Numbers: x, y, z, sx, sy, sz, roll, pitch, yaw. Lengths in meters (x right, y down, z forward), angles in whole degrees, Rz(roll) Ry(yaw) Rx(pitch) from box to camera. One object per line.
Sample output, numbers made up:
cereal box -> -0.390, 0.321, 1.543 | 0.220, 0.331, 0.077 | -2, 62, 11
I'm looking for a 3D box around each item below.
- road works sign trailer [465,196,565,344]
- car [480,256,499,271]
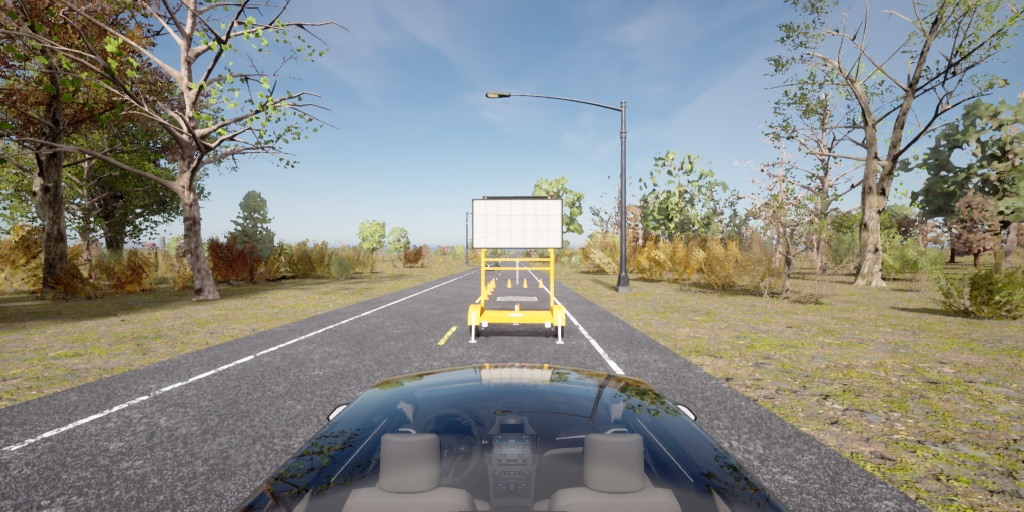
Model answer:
road works sign trailer -> 0.148, 0.211, 9.626 | 2.380, 3.560, 2.880 | 0, 0, 2
car -> -2.945, 0.951, 48.201 | 2.150, 2.045, 5.566 | 0, 0, 0
